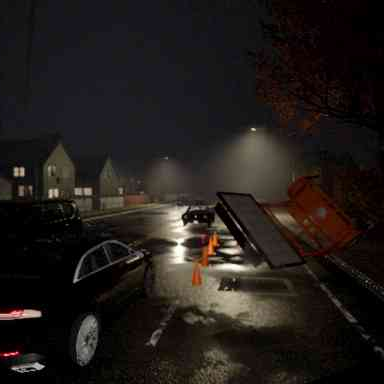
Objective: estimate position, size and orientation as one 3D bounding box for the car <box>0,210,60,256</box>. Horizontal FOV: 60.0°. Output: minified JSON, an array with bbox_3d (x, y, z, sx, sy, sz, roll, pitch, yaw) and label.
[{"bbox_3d":[-7.684,1.572,13.375,2.033,1.411,5.357,0,0,8],"label":"car"}]

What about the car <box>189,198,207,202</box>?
[{"bbox_3d":[1.288,1.584,52.248,1.994,1.385,4.181,0,0,8],"label":"car"}]

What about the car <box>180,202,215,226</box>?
[{"bbox_3d":[0.569,1.622,23.513,1.895,1.301,4.718,0,0,8],"label":"car"}]

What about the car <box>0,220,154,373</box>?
[{"bbox_3d":[-2.024,1.499,5.767,2.128,1.511,4.902,0,0,8],"label":"car"}]

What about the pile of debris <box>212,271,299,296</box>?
[{"bbox_3d":[1.469,2.165,7.989,1.860,0.140,1.500,0,-1,8],"label":"pile of debris"}]

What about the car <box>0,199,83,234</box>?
[{"bbox_3d":[-5.005,1.238,9.234,2.150,2.045,5.566,0,0,8],"label":"car"}]

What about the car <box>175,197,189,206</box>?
[{"bbox_3d":[-1.562,1.529,55.198,1.837,1.490,4.892,0,0,8],"label":"car"}]

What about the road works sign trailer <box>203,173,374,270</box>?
[{"bbox_3d":[2.339,1.098,8.987,3.560,2.880,2.380,4,40,-41],"label":"road works sign trailer"}]

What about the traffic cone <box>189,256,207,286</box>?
[{"bbox_3d":[0.117,1.964,8.175,0.340,0.580,0.340,0,0,8],"label":"traffic cone"}]
